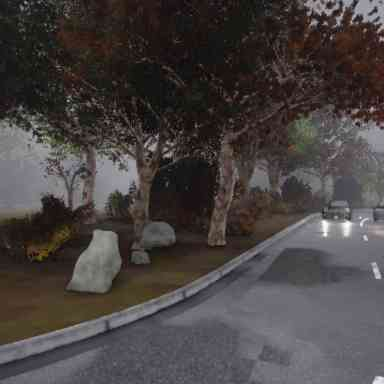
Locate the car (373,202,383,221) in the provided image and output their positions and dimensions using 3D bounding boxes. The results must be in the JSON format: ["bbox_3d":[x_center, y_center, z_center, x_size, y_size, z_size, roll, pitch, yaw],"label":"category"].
[{"bbox_3d":[15.404,1.504,26.119,2.128,1.511,4.902,0,0,33],"label":"car"}]

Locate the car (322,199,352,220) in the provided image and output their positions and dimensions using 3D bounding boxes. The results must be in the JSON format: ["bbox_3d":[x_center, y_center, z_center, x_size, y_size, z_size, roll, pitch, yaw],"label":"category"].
[{"bbox_3d":[12.208,1.401,27.861,2.097,1.767,4.553,0,0,26],"label":"car"}]

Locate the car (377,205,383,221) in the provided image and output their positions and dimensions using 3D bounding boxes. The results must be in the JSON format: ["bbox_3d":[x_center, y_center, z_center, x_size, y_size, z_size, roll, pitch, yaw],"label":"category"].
[{"bbox_3d":[8.610,1.475,12.762,2.128,1.511,4.902,0,0,25],"label":"car"}]
